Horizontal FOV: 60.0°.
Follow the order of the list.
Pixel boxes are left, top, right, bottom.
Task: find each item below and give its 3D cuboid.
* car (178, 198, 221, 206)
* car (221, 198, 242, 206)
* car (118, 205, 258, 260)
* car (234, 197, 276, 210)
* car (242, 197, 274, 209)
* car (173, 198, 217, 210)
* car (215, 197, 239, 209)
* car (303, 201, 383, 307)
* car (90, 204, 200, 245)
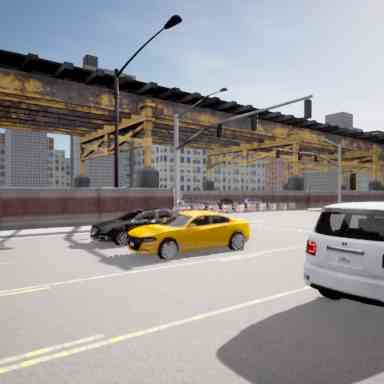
[{"bbox_3d":[0.414,1.448,36.573,4.974,1.542,2.038,0,0,8],"label":"car"},{"bbox_3d":[4.166,1.447,39.249,2.038,1.542,4.974,0,0,18],"label":"car"},{"bbox_3d":[0.029,1.476,12.592,5.008,1.535,1.882,0,0,-35],"label":"car"},{"bbox_3d":[8.085,1.446,43.000,4.974,1.542,2.038,0,0,-7],"label":"car"},{"bbox_3d":[8.033,1.289,42.993,4.536,1.218,1.853,0,0,-7],"label":"car"},{"bbox_3d":[0.363,1.291,36.580,4.536,1.218,1.853,0,0,8],"label":"car"},{"bbox_3d":[4.181,1.290,39.299,1.853,1.218,4.536,0,0,18],"label":"car"},{"bbox_3d":[4.766,1.220,7.157,5.566,2.045,2.150,0,0,-35],"label":"car"},{"bbox_3d":[-2.166,1.503,15.325,4.892,1.490,1.837,0,0,-35],"label":"car"}]
